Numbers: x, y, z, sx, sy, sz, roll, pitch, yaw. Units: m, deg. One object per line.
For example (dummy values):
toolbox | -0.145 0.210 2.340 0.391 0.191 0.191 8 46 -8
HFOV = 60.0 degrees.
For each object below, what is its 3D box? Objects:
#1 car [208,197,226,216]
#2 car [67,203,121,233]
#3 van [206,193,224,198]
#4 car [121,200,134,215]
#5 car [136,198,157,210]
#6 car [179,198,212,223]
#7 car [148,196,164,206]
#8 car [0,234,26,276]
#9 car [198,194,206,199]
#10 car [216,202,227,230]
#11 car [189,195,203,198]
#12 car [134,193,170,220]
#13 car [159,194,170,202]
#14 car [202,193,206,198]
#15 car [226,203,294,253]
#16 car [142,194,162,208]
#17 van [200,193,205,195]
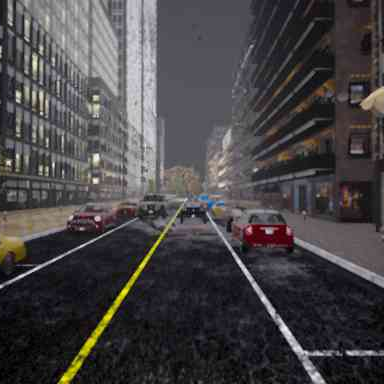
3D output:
car | 2.698 1.446 30.683 1.752 1.417 4.829 1 0 0
car | -5.680 1.391 19.190 1.967 1.590 4.097 1 0 0
van | 2.700 1.248 36.170 1.690 1.788 3.998 1 0 0
car | -5.683 1.466 30.506 1.887 1.381 4.507 1 0 0
car | -5.684 1.443 41.820 2.008 1.369 4.403 1 0 0
car | 0.093 1.427 25.028 2.128 1.511 4.902 0 0 0
car | -5.686 1.430 53.134 1.947 1.339 4.313 1 0 0
car | -5.679 1.505 7.707 1.752 1.417 4.829 1 0 0
car | 2.689 1.315 92.743 2.008 1.369 4.403 1 0 0
car | 2.699 1.516 19.198 1.947 1.339 4.313 1 0 0
car | 0.094 1.432 44.991 2.033 1.411 5.357 0 0 0
car | -3.103 1.149 27.973 2.150 2.045 5.566 0 0 0
car | -5.686 1.261 70.106 1.967 1.590 4.097 1 0 0
car | 2.697 1.332 41.827 1.967 1.590 4.097 1 0 0
car | 2.701 1.405 13.541 1.967 1.590 4.097 1 0 0
car | -5.681 1.193 47.476 2.192 1.841 5.009 1 0 0
van | 2.695 1.162 70.114 1.690 1.788 3.998 1 0 0
